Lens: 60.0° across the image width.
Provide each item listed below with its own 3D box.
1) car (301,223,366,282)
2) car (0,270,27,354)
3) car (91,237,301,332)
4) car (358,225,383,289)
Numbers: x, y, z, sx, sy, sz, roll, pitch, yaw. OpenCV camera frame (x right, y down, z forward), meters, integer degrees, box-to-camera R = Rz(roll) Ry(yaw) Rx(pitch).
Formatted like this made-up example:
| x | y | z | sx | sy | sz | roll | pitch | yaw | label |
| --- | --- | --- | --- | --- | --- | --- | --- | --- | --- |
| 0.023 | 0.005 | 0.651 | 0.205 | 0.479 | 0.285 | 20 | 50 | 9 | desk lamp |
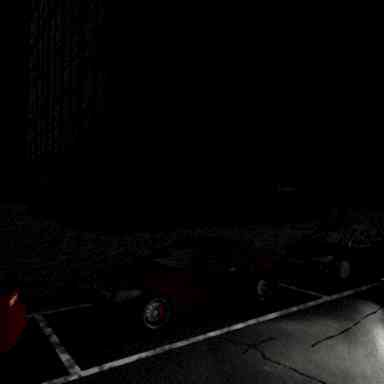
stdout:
| x | y | z | sx | sy | sz | roll | pitch | yaw | label |
| --- | --- | --- | --- | --- | --- | --- | --- | --- | --- |
| 4.547 | 1.646 | 10.004 | 4.403 | 1.369 | 2.008 | 1 | 0 | -36 | car |
| -4.338 | 1.530 | 3.660 | 4.507 | 1.381 | 1.887 | 1 | 0 | -36 | car |
| 0.104 | 1.621 | 6.832 | 4.206 | 1.307 | 1.802 | 1 | 0 | -36 | car |
| 6.338 | 1.589 | 7.904 | 4.902 | 1.511 | 2.128 | 1 | 0 | -36 | car |
